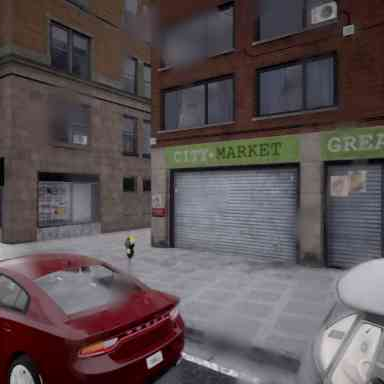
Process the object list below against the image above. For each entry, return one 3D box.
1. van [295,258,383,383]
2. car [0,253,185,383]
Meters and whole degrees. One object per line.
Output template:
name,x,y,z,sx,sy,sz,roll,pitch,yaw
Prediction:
van,2.420,1.341,1.350,3.998,1.788,1.690,0,0,35
car,-2.188,1.546,4.637,4.507,1.381,1.887,0,0,35
